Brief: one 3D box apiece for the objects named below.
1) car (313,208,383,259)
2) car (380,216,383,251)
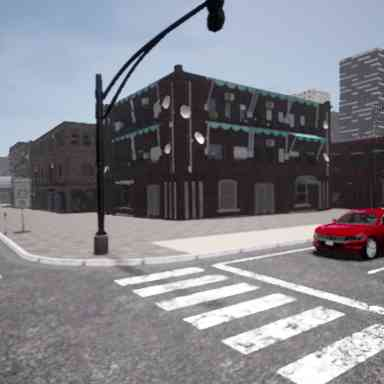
[{"bbox_3d":[6.533,1.389,12.339,5.008,1.535,1.882,-1,0,-35],"label":"car"},{"bbox_3d":[7.299,1.399,8.891,5.008,1.535,1.882,-1,0,-35],"label":"car"}]
